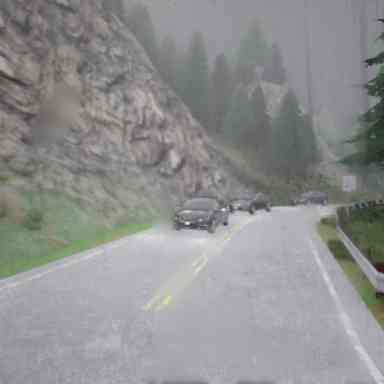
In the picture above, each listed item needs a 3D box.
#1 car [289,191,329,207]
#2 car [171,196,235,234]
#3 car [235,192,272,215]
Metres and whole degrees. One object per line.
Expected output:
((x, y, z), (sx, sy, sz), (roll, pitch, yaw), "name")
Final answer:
((11.422, 0.647, 32.414), (4.892, 1.490, 1.837), (-1, 0, -39), "car")
((0.546, 0.977, 15.939), (1.837, 1.490, 4.892), (2, 2, 18), "car")
((4.384, 0.778, 24.714), (2.128, 1.511, 4.902), (1, 1, 35), "car")
